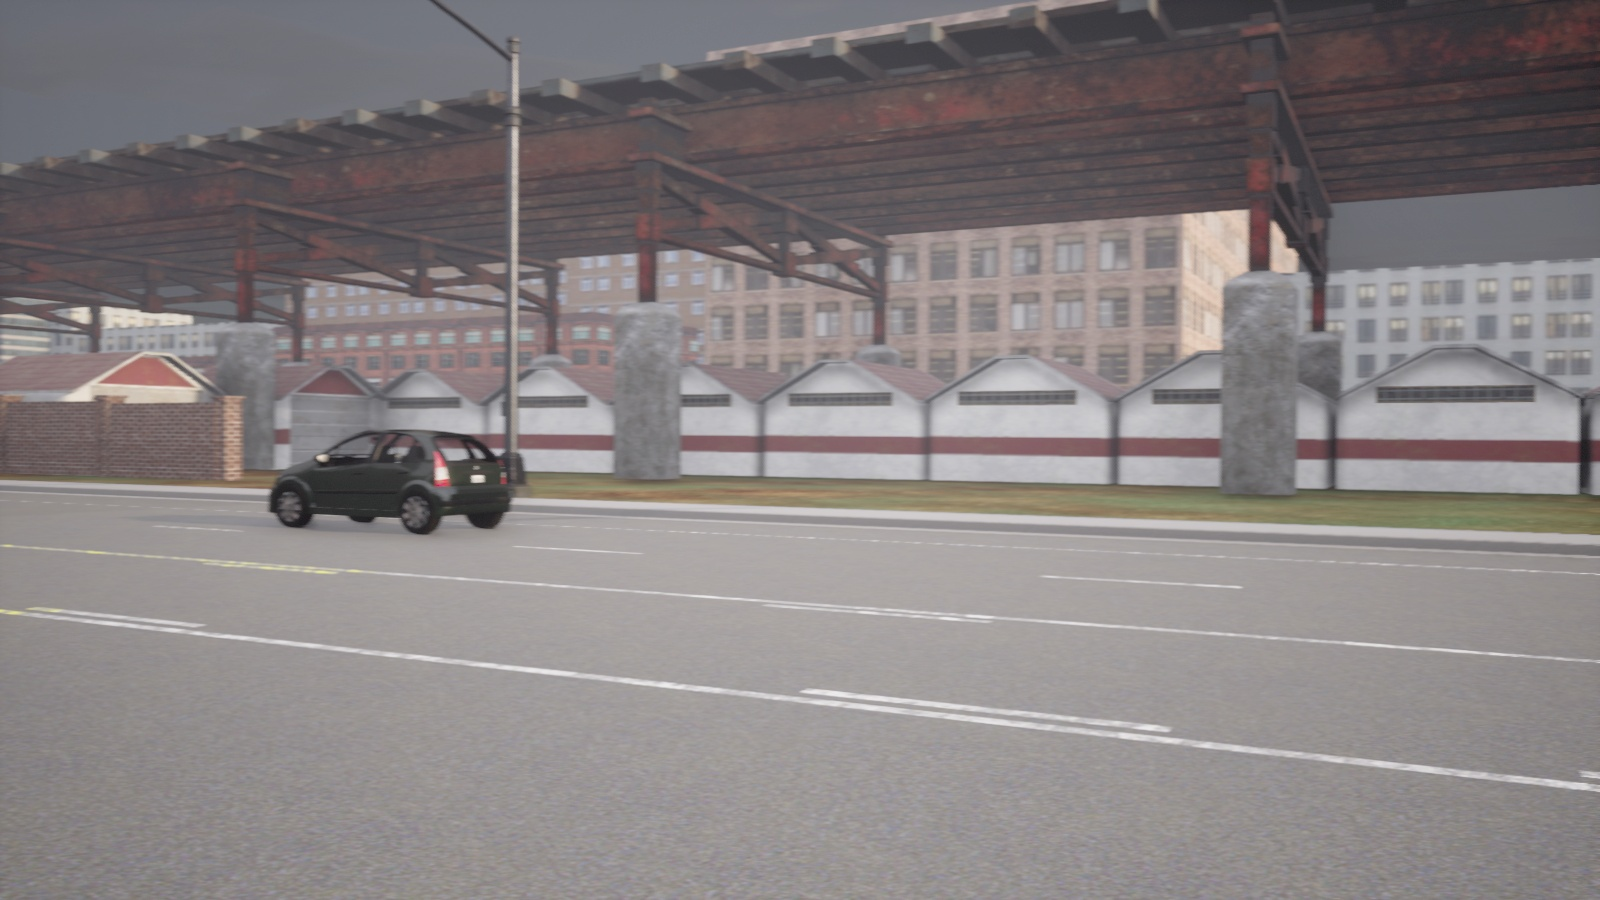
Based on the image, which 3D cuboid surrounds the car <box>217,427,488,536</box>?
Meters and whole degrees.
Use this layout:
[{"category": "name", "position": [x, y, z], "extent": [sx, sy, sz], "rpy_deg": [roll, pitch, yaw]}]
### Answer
[{"category": "car", "position": [-7.221, 0.447, 20.261], "extent": [3.988, 1.617, 1.851], "rpy_deg": [0, 1, 25]}]
